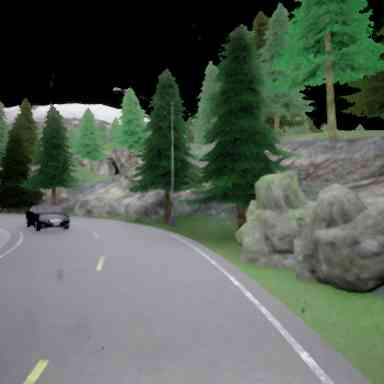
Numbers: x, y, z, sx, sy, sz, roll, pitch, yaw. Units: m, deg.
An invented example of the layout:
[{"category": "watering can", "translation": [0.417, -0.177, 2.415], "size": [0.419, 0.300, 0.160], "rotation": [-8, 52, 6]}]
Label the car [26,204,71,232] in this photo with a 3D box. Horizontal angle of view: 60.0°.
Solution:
[{"category": "car", "translation": [-8.932, 1.522, 20.477], "size": [2.128, 1.511, 4.902], "rotation": [0, 0, -35]}]
